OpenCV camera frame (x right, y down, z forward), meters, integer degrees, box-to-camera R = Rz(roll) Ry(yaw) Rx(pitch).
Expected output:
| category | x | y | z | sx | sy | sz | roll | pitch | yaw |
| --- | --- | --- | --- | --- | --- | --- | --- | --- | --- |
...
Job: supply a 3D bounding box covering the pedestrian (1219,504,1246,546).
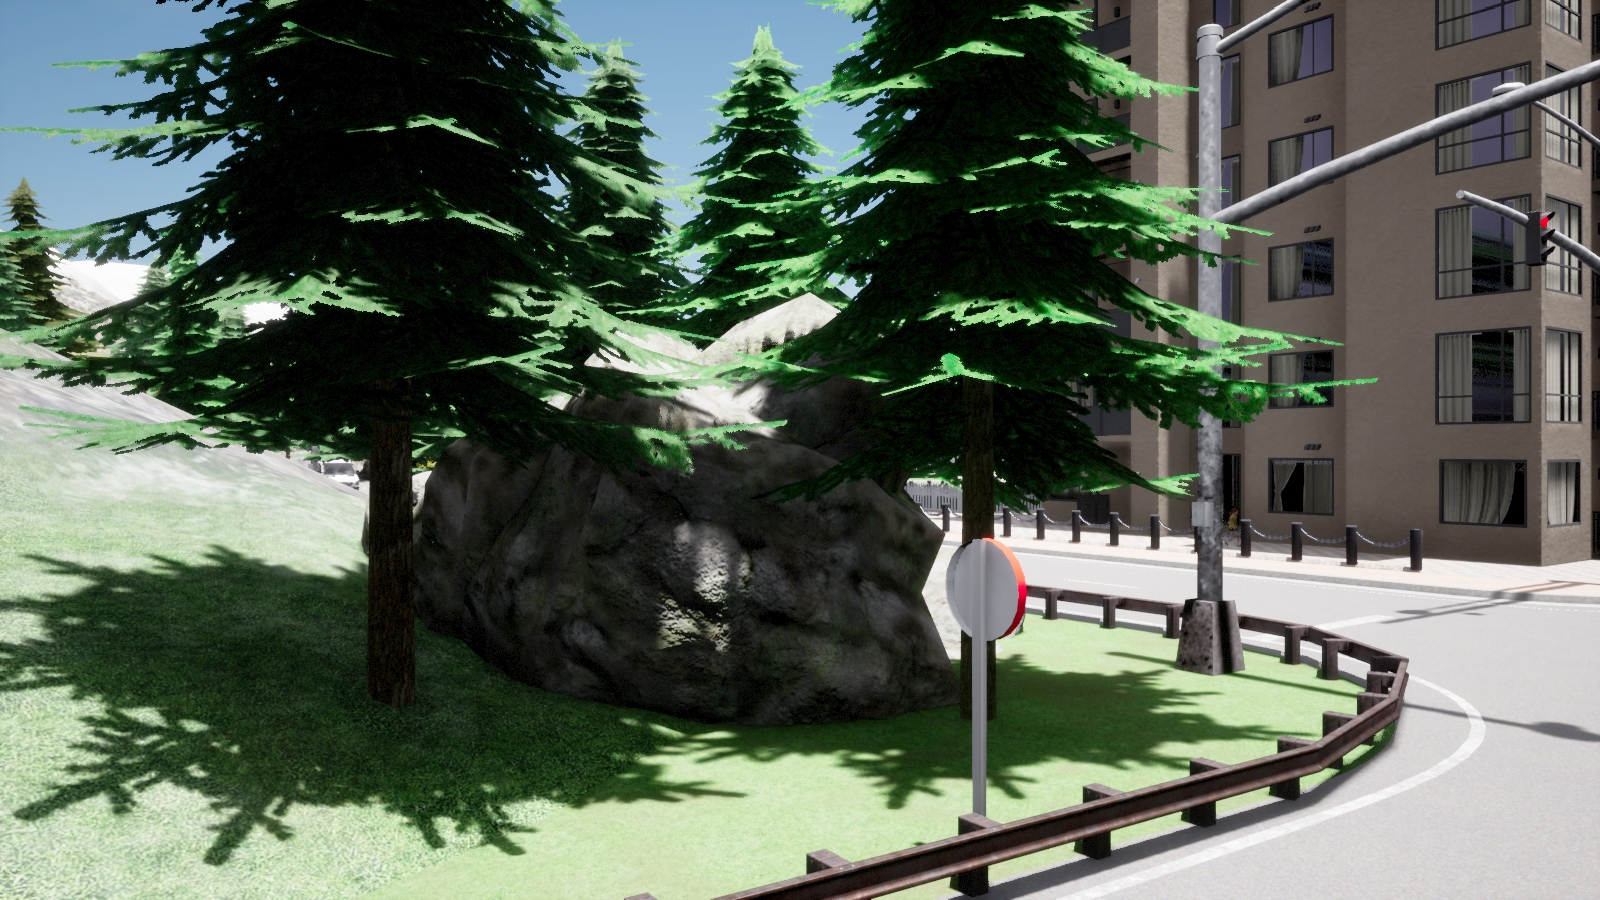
| category | x | y | z | sx | sy | sz | roll | pitch | yaw |
| --- | --- | --- | --- | --- | --- | --- | --- | --- | --- |
| pedestrian | 11.756 | 2.040 | 31.053 | 0.500 | 1.100 | 0.500 | 0 | 0 | -33 |
